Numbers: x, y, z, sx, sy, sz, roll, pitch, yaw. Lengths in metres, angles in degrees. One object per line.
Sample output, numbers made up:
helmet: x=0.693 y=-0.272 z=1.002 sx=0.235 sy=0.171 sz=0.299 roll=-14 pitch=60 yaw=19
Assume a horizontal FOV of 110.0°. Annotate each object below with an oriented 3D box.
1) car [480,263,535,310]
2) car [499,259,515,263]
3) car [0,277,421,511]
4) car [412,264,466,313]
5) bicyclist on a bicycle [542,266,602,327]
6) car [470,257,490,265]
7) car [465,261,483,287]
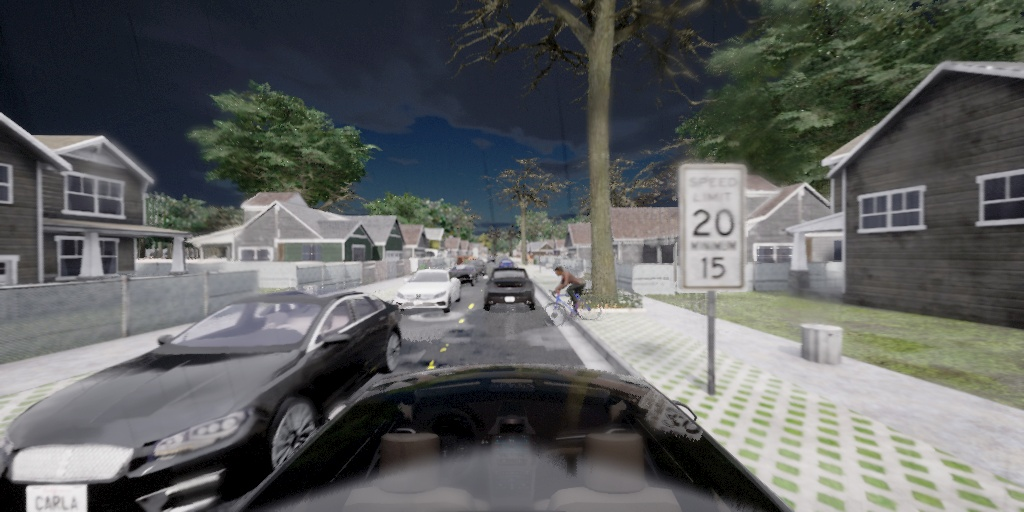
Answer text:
car: x=-0.112 y=1.187 z=14.407 sx=1.837 sy=1.490 sz=4.892 roll=0 pitch=0 yaw=-1
car: x=-0.646 y=1.056 z=43.193 sx=1.812 sy=1.442 sz=4.674 roll=0 pitch=1 yaw=-1
car: x=-2.880 y=1.240 z=4.681 sx=2.128 sy=1.511 sz=4.902 roll=0 pitch=0 yaw=-1
car: x=-3.050 y=1.225 z=13.849 sx=1.812 sy=1.442 sz=4.674 roll=0 pitch=0 yaw=-1
bicyclist on a bicycle: x=1.541 y=1.058 z=9.701 sx=1.656 sy=1.620 sz=0.582 roll=-10 pitch=0 yaw=-1
car: x=-3.366 y=1.098 z=34.039 sx=1.837 sy=1.490 sz=4.892 roll=0 pitch=0 yaw=0
car: x=-3.221 y=1.248 z=23.702 sx=1.895 sy=1.301 sz=4.718 roll=0 pitch=0 yaw=-1
